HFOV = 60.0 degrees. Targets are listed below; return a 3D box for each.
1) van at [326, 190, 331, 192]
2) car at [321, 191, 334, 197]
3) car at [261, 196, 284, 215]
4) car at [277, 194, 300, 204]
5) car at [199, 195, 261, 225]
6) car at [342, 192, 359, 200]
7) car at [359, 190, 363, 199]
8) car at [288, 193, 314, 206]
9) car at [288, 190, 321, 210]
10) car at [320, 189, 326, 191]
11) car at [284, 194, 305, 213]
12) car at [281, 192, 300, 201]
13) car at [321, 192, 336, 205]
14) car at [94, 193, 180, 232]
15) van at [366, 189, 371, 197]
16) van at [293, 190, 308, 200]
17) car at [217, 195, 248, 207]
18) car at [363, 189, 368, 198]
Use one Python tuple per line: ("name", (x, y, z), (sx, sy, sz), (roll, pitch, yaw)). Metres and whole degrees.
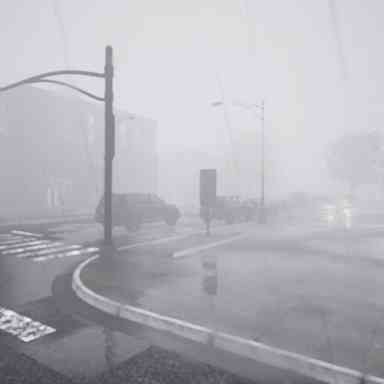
("van", (30.257, 0.296, 77.256), (1.690, 1.788, 3.998), (2, 2, 35))
("car", (33.410, 0.436, 81.818), (2.008, 1.369, 4.403), (2, 2, 35))
("car", (5.592, 1.151, 26.934), (1.967, 1.590, 4.097), (1, 2, 35))
("car", (14.538, 0.970, 49.864), (1.895, 1.301, 4.718), (1, 1, 35))
("car", (2.437, 1.093, 22.374), (2.192, 1.841, 5.009), (1, 2, 35))
("car", (27.683, 0.788, 58.831), (2.008, 1.369, 4.403), (1, 2, 35))
("car", (30.839, 0.750, 63.389), (1.802, 1.307, 4.206), (1, 2, 35))
("car", (14.759, 0.923, 44.817), (1.882, 1.535, 5.008), (1, 1, 35))
("car", (11.906, 0.892, 36.045), (2.192, 1.841, 5.009), (1, 2, 35))
("car", (27.100, 0.464, 72.703), (1.967, 1.590, 4.097), (2, 2, 35))
("car", (8.747, 1.195, 31.493), (2.008, 1.369, 4.403), (1, 2, 35))
("car", (17.534, 0.758, 58.896), (1.752, 1.417, 4.829), (1, 2, 35))
("car", (18.215, 1.008, 45.163), (1.947, 1.339, 4.313), (1, 2, 35))
("car", (-3.004, 1.043, 19.262), (2.150, 2.045, 5.566), (1, 1, 35))
("van", (40.310, 0.301, 77.054), (1.690, 1.788, 3.998), (1, 2, 35))
("van", (20.789, 0.503, 63.587), (1.690, 1.788, 3.998), (1, 2, 35))
("car", (5.006, 1.068, 40.811), (1.947, 1.339, 4.313), (1, 2, 35))
("car", (34.092, 0.622, 68.084), (1.752, 1.417, 4.829), (1, 2, 35))
